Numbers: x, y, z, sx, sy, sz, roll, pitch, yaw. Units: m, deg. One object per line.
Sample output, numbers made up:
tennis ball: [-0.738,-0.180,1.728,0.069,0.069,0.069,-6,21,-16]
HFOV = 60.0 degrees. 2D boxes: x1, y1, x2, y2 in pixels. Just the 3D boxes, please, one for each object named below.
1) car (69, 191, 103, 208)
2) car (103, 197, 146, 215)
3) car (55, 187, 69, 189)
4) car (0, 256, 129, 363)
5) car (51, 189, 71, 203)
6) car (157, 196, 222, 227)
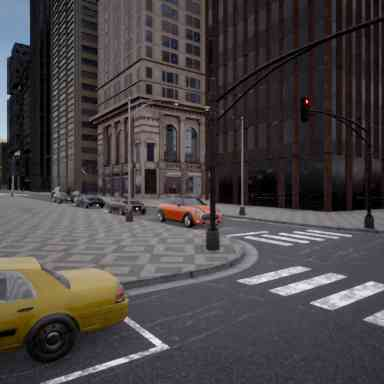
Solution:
car: [-10.834,0.892,34.937,2.033,1.411,5.357,0,1,-35]
car: [-5.412,1.087,27.353,1.994,1.385,4.181,0,1,-36]
car: [-21.924,0.132,55.759,2.150,2.045,5.566,0,1,-36]
car: [-3.261,1.525,4.323,4.829,1.417,1.752,0,0,-35]
car: [-16.670,0.661,43.144,1.837,1.490,4.892,0,1,-36]
car: [-0.218,1.049,20.093,2.097,1.767,4.553,0,1,-36]
